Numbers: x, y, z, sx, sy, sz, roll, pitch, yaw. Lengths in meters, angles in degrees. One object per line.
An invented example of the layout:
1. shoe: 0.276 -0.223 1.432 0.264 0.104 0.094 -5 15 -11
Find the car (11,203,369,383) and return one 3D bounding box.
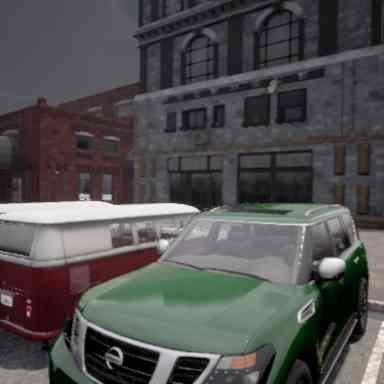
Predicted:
1. car: 0.963 1.228 4.622 2.435 2.045 5.566 0 0 35

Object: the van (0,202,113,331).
1. van: -1.323 1.250 6.411 1.878 1.987 4.442 0 0 35

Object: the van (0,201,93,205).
1. van: -3.490 1.246 7.942 1.878 1.987 4.442 0 0 35
